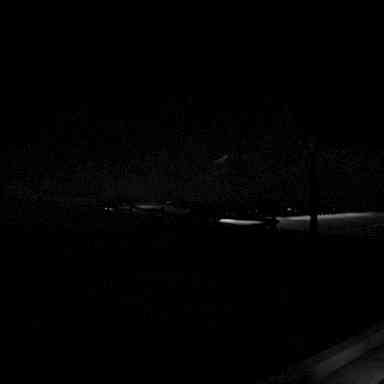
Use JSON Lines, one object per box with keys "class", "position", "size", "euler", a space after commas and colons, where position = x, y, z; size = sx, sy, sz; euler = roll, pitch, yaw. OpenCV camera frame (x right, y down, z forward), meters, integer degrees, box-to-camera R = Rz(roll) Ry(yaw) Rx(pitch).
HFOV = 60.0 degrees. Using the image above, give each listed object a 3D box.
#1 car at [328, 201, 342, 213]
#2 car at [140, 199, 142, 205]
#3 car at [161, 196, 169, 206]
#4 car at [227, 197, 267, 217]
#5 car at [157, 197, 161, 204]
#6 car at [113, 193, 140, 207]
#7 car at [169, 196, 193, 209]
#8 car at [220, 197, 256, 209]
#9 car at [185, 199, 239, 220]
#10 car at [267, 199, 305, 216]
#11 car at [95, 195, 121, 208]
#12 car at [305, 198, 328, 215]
{"class": "car", "position": [13.540, 1.434, 35.681], "size": [1.837, 1.490, 4.892], "euler": [0, 0, -36]}
{"class": "car", "position": [-10.304, 1.364, 56.629], "size": [1.837, 1.490, 4.892], "euler": [0, 0, -36]}
{"class": "car", "position": [-2.089, 1.486, 51.185], "size": [2.033, 1.411, 5.357], "euler": [0, 0, -36]}
{"class": "car", "position": [4.204, 1.457, 30.658], "size": [1.837, 1.490, 4.892], "euler": [0, 0, -36]}
{"class": "car", "position": [-4.602, 1.464, 60.689], "size": [1.812, 1.442, 4.674], "euler": [0, 0, -36]}
{"class": "car", "position": [-10.569, 1.178, 50.984], "size": [2.150, 2.045, 5.566], "euler": [0, 0, -36]}
{"class": "car", "position": [-0.556, 1.424, 43.121], "size": [1.882, 1.535, 5.008], "euler": [0, 1, -36]}
{"class": "car", "position": [6.264, 1.422, 45.653], "size": [2.128, 1.511, 4.902], "euler": [0, 0, -36]}
{"class": "car", "position": [1.629, 1.525, 28.249], "size": [1.994, 1.385, 4.181], "euler": [0, 0, -36]}
{"class": "car", "position": [7.828, 1.450, 31.631], "size": [1.837, 1.490, 4.892], "euler": [0, 0, -36]}
{"class": "car", "position": [-12.212, 1.526, 47.273], "size": [1.994, 1.385, 4.181], "euler": [0, 0, -36]}
{"class": "car", "position": [10.546, 1.485, 33.841], "size": [2.033, 1.411, 5.357], "euler": [0, 0, -36]}
